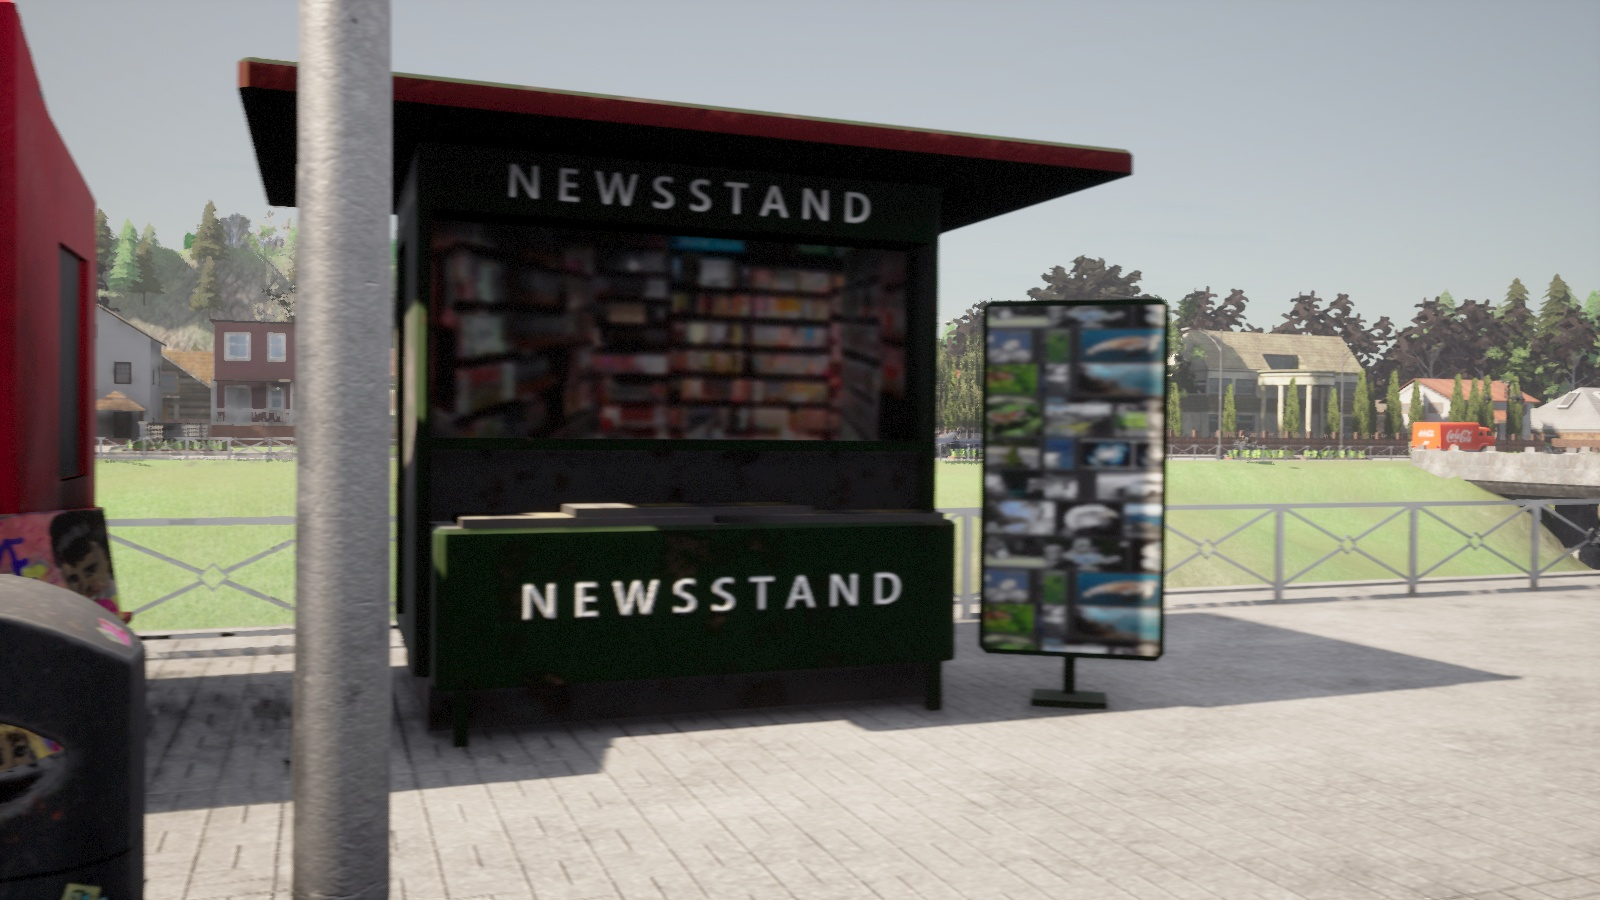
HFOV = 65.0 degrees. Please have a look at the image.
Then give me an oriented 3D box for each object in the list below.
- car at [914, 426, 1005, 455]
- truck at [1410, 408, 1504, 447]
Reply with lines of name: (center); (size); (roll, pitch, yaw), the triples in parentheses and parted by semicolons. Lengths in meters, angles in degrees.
car: (9.316, -0.565, 73.300); (4.856, 1.649, 2.033); (-1, 1, -21)
truck: (42.713, -1.480, 81.687); (5.204, 2.467, 2.627); (-1, 1, -21)
